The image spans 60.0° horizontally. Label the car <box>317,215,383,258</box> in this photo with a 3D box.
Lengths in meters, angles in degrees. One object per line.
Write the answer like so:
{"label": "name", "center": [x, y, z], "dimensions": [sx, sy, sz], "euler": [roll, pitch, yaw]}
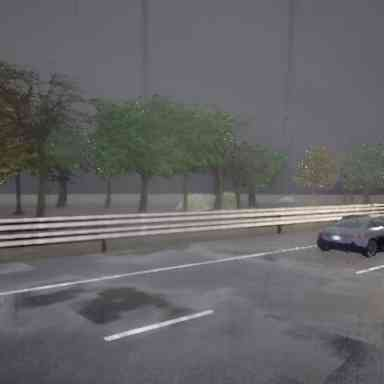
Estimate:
{"label": "car", "center": [6.765, 1.596, 12.940], "dimensions": [4.181, 1.385, 1.994], "euler": [0, 0, -35]}
